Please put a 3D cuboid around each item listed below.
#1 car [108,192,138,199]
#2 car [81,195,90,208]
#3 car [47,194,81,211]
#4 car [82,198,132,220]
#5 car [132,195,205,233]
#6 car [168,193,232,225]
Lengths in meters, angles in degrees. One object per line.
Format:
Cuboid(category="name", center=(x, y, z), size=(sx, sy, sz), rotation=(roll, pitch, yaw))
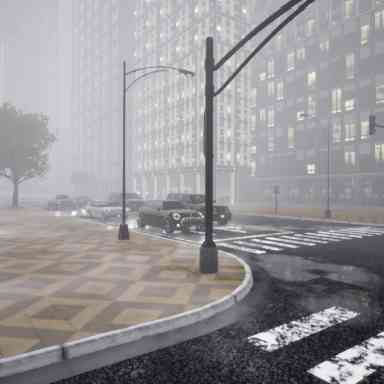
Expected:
Cuboid(category="car", center=(-5.984, 1.001, 30.475), size=(2.150, 2.045, 5.566), rotation=(0, 0, -36))
Cuboid(category="car", center=(-13.230, 1.168, 40.246), size=(2.128, 1.511, 4.902), rotation=(0, 0, -37))
Cuboid(category="car", center=(-14.052, 1.039, 35.897), size=(2.097, 1.767, 4.553), rotation=(0, 0, -36))
Cuboid(category="car", center=(-6.618, 1.393, 25.862), size=(1.895, 1.301, 4.718), rotation=(0, 0, -37))
Cuboid(category="car", center=(-1.255, 1.216, 18.646), size=(2.097, 1.767, 4.553), rotation=(0, 0, -37))
Cuboid(category="car", center=(0.187, 1.085, 22.155), size=(2.150, 2.045, 5.566), rotation=(0, 0, -37))
